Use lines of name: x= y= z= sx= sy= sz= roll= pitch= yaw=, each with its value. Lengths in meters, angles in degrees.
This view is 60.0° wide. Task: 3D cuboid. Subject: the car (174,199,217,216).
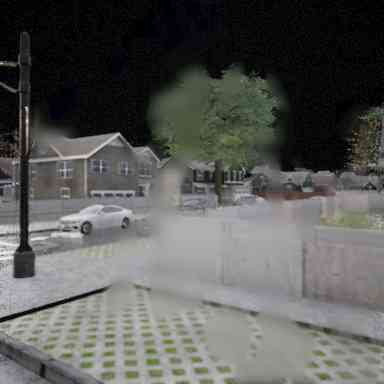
car: x=0.315 y=1.341 z=27.074 sx=1.837 sy=1.490 sz=4.892 roll=0 pitch=1 yaw=34

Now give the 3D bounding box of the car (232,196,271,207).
car: x=5.626 y=1.153 z=29.699 sx=2.097 sy=1.767 sz=4.553 roll=0 pitch=1 yaw=34

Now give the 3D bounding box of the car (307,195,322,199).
car: x=17.516 y=1.151 z=46.921 sx=1.812 sy=1.442 sz=4.674 roll=0 pitch=1 yaw=36

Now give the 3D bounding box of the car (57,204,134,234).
car: x=-5.279 y=1.440 z=18.797 sx=1.812 sy=1.442 sz=4.674 roll=0 pitch=1 yaw=33

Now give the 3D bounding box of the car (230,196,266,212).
car: x=6.044 y=1.231 z=35.560 sx=1.882 sy=1.535 sz=5.008 roll=0 pitch=1 yaw=34
